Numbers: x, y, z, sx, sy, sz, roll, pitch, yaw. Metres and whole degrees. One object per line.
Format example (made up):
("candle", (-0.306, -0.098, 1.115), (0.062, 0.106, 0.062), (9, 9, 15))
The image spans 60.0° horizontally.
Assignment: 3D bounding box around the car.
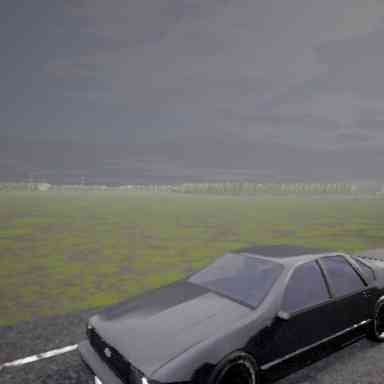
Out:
("car", (1.246, 1.541, 4.880), (5.357, 1.411, 2.033), (0, 0, -35))
